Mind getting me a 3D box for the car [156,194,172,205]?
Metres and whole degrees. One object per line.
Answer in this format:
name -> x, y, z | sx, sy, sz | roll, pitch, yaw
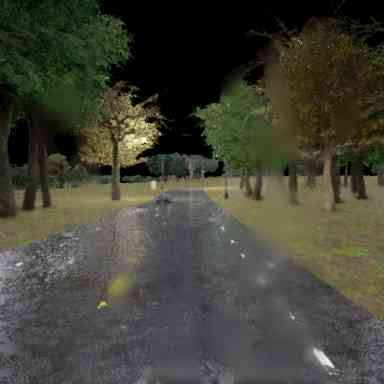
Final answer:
car -> -3.570, 0.916, 42.751 | 1.895, 1.301, 4.718 | 0, 1, 0
